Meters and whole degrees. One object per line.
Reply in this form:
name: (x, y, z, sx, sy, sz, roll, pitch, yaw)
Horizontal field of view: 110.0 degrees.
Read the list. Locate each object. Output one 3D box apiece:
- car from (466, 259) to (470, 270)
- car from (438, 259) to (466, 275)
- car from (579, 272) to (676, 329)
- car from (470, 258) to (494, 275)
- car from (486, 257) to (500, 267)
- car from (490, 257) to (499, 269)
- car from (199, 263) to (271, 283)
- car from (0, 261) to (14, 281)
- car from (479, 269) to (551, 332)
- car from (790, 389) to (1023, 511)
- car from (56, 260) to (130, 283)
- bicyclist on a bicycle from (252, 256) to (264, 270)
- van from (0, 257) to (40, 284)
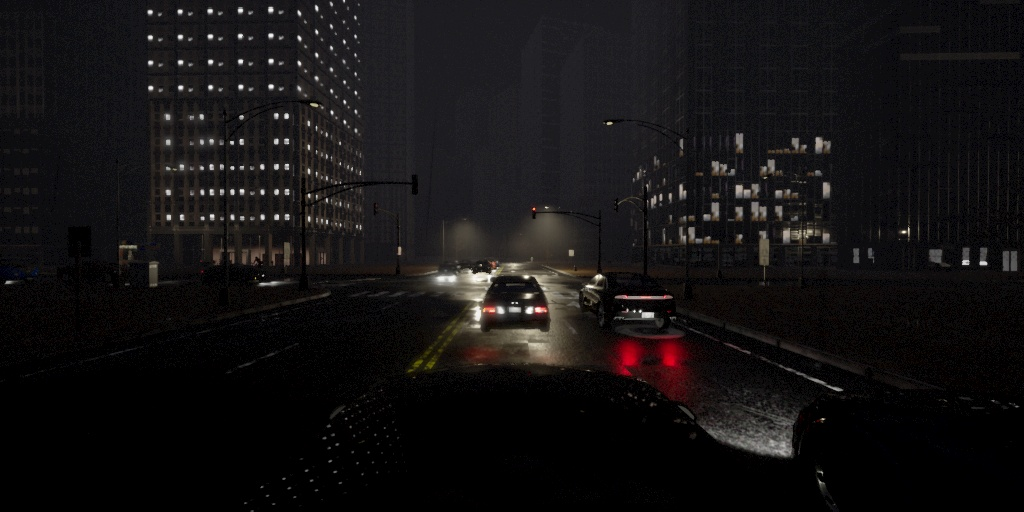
car: (-6.585, 1.178, 51.009, 1.882, 1.535, 5.008, 0, 0, 0)
car: (-6.590, 1.215, 38.159, 2.128, 1.511, 4.902, 0, 0, 0)
car: (3.347, 1.238, 11.230, 2.128, 1.511, 4.902, 0, 0, 0)
car: (-3.156, 1.228, 38.385, 1.837, 1.490, 4.892, 0, 0, -3)
car: (-3.330, 1.026, 63.394, 2.097, 1.767, 4.553, 0, 0, 0)
car: (-3.332, 1.051, 51.296, 2.097, 1.767, 4.553, 0, 0, 0)
car: (-19.986, 1.227, 25.964, 4.181, 1.385, 1.994, 0, 0, 1)
car: (-40.319, 1.093, 26.491, 4.674, 1.442, 1.812, 1, 0, 1)
car: (0.100, 1.294, 10.813, 2.033, 1.411, 5.357, 0, 0, 1)
car: (3.350, 1.314, 1.299, 1.994, 1.385, 4.181, 0, 0, 0)
car: (-30.078, 1.093, 26.217, 5.008, 1.535, 1.882, 0, 0, 2)
bicyclist on a bicycle: (-24.701, 0.867, 34.818, 0.582, 1.620, 1.656, 0, 1, 1)
van: (-33.932, 0.959, 23.729, 3.998, 1.789, 1.690, 0, 0, 1)
